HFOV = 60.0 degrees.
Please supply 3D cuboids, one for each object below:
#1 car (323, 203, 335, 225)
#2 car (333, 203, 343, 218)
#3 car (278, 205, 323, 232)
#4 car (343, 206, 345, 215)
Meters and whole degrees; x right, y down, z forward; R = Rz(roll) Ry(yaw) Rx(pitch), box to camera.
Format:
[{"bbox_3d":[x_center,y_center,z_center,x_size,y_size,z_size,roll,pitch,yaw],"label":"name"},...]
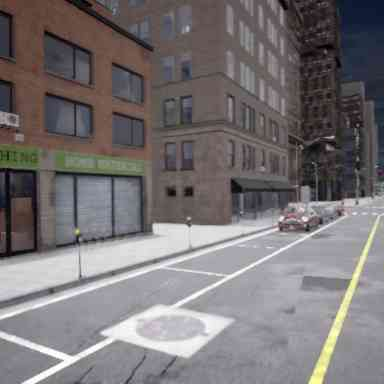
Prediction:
[{"bbox_3d":[9.858,1.832,26.615,1.947,1.339,4.313,-2,-1,31],"label":"car"},{"bbox_3d":[12.654,1.856,31.357,2.008,1.369,4.403,-2,-1,31],"label":"car"},{"bbox_3d":[7.059,1.667,21.875,1.967,1.590,4.097,-2,-1,31],"label":"car"},{"bbox_3d":[15.451,1.890,36.099,1.887,1.381,4.507,-2,-1,31],"label":"car"}]
